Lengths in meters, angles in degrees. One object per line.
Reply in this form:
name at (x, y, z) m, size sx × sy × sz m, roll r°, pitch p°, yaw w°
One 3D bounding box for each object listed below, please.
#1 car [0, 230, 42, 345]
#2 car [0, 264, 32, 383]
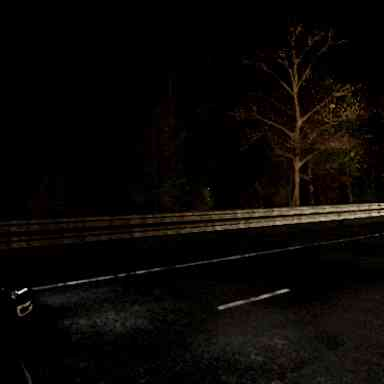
car at (-4.895, 1.509, 4.566) m, size 4.892 × 1.490 × 1.837 m, roll 0°, pitch 0°, yaw -35°
car at (-3.331, 1.496, 1.382) m, size 4.902 × 1.511 × 2.128 m, roll 0°, pitch 0°, yaw -35°
